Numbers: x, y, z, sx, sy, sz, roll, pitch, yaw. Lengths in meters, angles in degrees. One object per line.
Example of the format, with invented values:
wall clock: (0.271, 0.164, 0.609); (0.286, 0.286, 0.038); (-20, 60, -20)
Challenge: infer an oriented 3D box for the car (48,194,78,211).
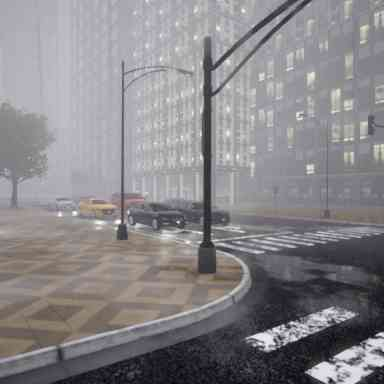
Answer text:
car: (-13.954, 1.215, 35.589); (1.812, 1.442, 4.674); (0, 0, -37)

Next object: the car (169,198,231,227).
car: (0.400, 1.344, 21.748); (1.882, 1.535, 5.008); (0, 0, -37)

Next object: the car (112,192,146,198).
car: (-5.535, 1.008, 29.710); (2.150, 2.045, 5.566); (0, 0, -37)

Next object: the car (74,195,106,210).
car: (-11.700, 1.177, 38.008); (1.882, 1.535, 5.008); (0, 0, -37)

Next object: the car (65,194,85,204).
car: (-18.777, 1.092, 53.264); (1.812, 1.442, 4.674); (0, 0, -37)

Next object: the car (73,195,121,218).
car: (-7.830, 1.254, 27.356); (1.882, 1.535, 5.008); (0, 0, -37)

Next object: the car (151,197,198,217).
car: (-1.708, 1.293, 30.356); (1.882, 1.535, 5.008); (0, 1, -37)

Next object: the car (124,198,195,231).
car: (-2.174, 1.357, 19.762); (1.837, 1.490, 4.892); (0, 0, -37)
